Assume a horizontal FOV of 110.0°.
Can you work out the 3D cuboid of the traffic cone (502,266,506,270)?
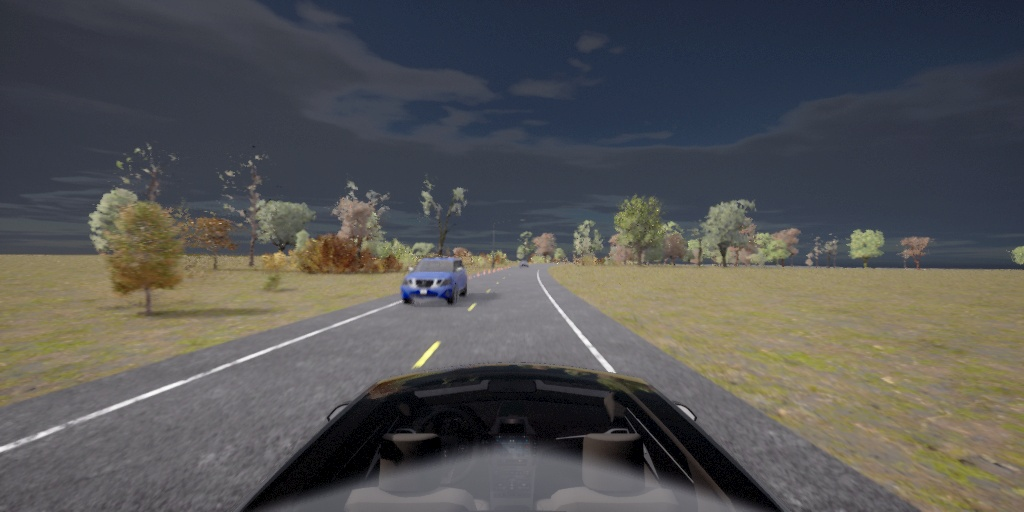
[{"bbox_3d":[-1.777,2.188,65.064,0.340,0.580,0.340,0,0,6],"label":"traffic cone"}]

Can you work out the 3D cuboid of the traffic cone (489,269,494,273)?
[{"bbox_3d":[-3.098,2.061,50.046,0.340,0.580,0.340,0,0,4],"label":"traffic cone"}]

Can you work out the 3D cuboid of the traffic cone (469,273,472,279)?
[{"bbox_3d":[-4.060,1.942,35.001,0.340,0.580,0.340,0,0,3],"label":"traffic cone"}]

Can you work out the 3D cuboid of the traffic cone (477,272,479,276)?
[{"bbox_3d":[-3.779,1.982,40.019,0.340,0.580,0.340,0,0,3],"label":"traffic cone"}]

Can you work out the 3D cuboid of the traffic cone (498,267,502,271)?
[{"bbox_3d":[-2.257,2.145,60.062,0.340,0.580,0.340,0,0,5],"label":"traffic cone"}]

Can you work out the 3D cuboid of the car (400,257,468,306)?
[{"bbox_3d":[-3.416,1.072,16.897,2.150,2.045,5.566,0,0,1],"label":"car"}]

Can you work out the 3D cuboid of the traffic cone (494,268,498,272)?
[{"bbox_3d":[-2.698,2.103,55.056,0.340,0.580,0.340,0,0,5],"label":"traffic cone"}]
